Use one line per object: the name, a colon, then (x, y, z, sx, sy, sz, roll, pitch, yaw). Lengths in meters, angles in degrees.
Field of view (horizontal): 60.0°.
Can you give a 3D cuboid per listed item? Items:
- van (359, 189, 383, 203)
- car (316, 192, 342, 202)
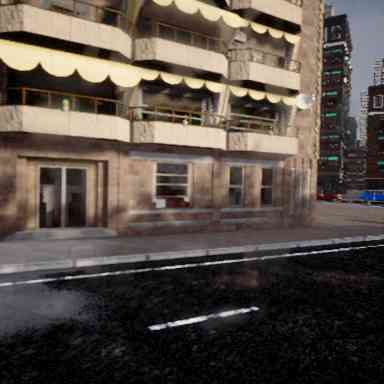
van: (26.039, 0.576, 47.206, 3.998, 1.788, 1.690, 4, 1, 29)
car: (16.946, 0.619, 42.672, 4.206, 1.307, 1.802, 4, 1, 29)
